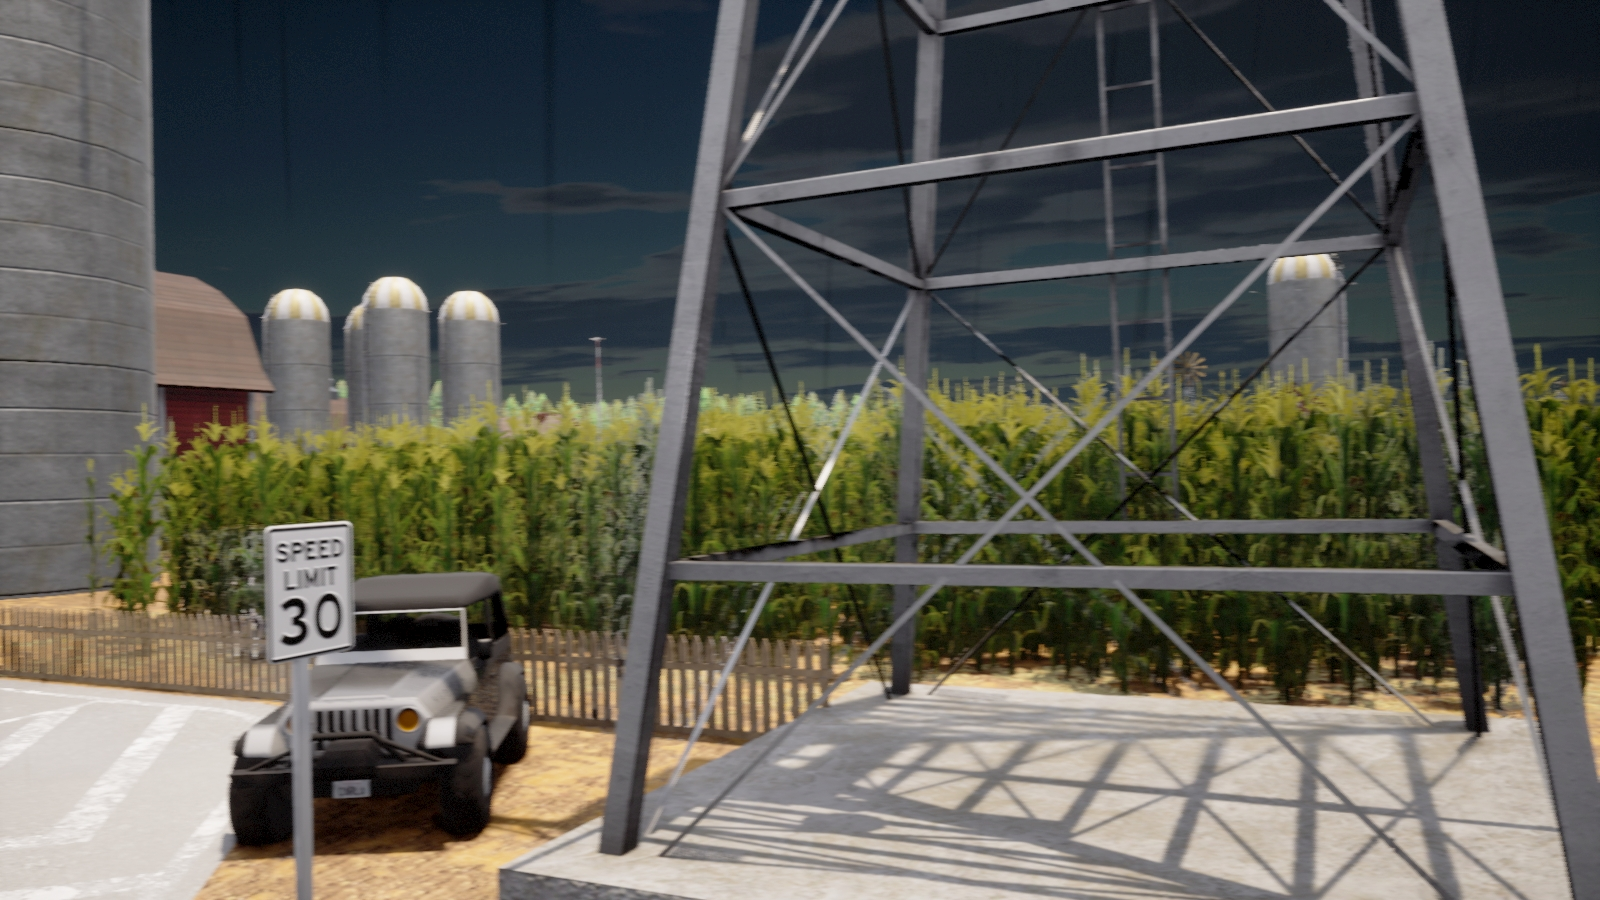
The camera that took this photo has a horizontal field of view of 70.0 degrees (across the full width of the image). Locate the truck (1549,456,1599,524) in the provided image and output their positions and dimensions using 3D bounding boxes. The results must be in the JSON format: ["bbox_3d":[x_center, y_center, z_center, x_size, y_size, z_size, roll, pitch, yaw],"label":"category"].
[{"bbox_3d":[30.844,1.474,43.902,2.627,2.467,5.204,-2,-1,25],"label":"truck"}]
